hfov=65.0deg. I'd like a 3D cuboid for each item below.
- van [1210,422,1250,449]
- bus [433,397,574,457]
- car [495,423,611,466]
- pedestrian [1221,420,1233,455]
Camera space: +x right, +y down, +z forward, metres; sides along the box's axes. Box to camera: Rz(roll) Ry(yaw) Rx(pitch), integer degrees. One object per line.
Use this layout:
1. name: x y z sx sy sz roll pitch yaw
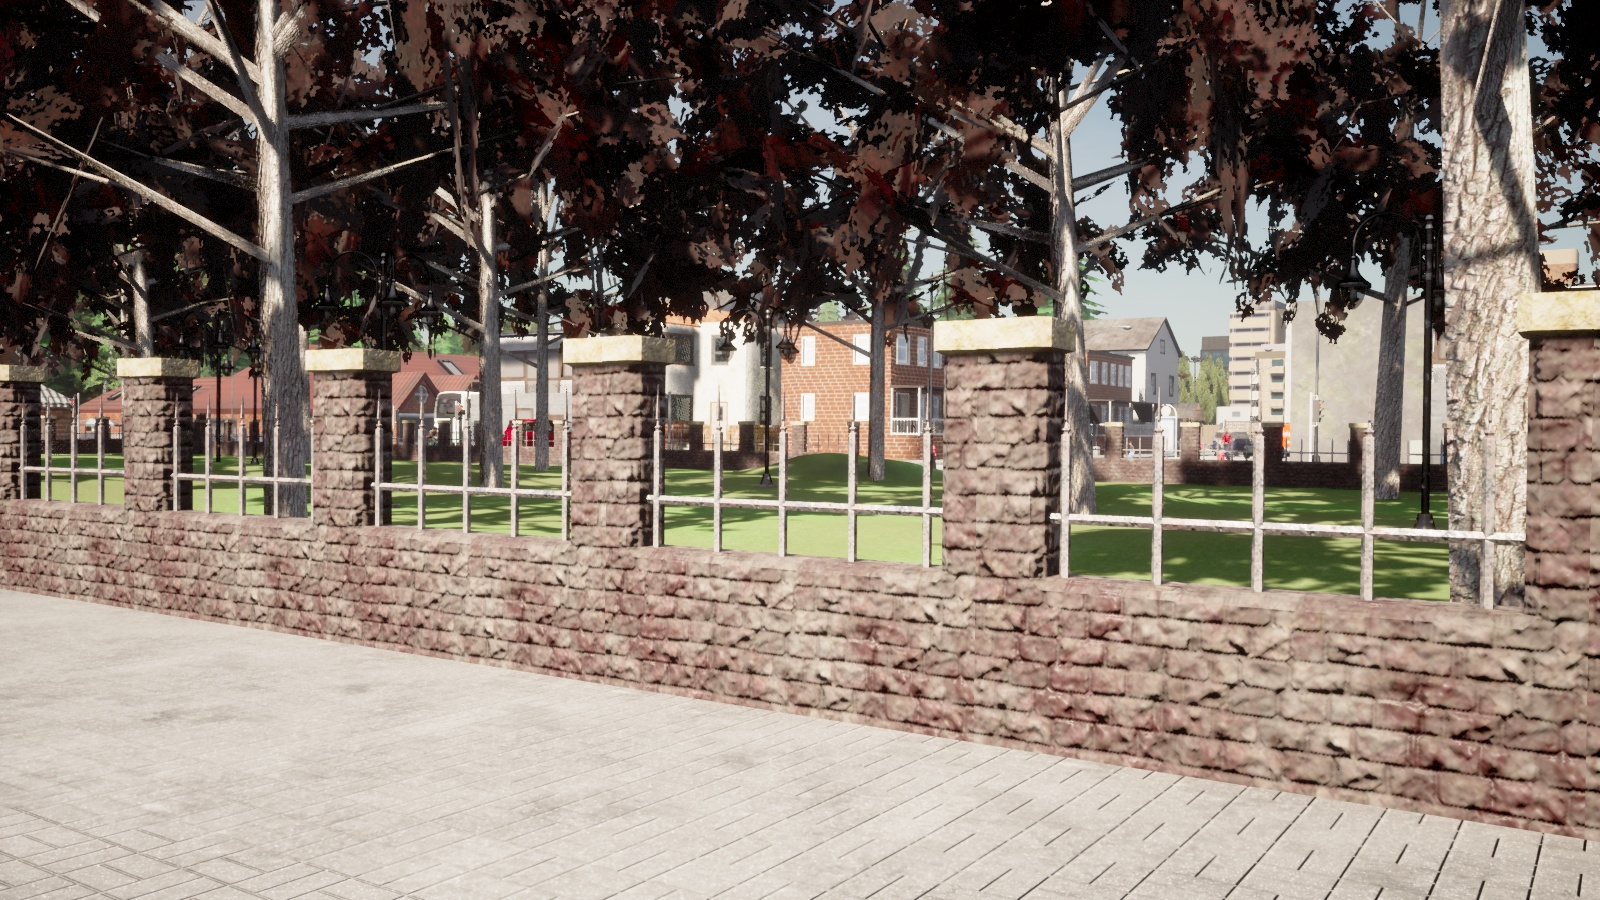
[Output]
1. van: 32.220 -1.092 94.052 1.775 1.987 4.442 0 1 34
2. bus: -22.090 -1.734 94.383 3.944 4.253 10.273 0 1 35
3. car: -12.168 -0.283 61.803 5.566 2.045 2.150 0 1 30
4. pedestrian: 22.241 -0.654 65.420 0.331 1.846 0.636 0 1 44
